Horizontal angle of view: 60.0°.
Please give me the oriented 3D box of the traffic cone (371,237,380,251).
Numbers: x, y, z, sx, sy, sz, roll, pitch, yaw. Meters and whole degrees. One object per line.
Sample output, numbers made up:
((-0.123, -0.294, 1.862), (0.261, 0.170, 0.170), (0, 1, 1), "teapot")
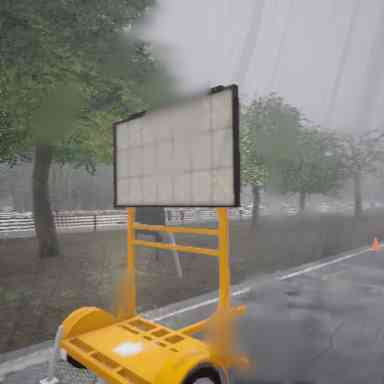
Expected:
((8.079, 2.265, 14.633), (0.340, 0.580, 0.340), (1, -2, -44), "traffic cone")

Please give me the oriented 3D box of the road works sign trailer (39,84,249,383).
((-0.167, 0.603, 4.493), (2.880, 3.560, 2.380), (1, -2, -45), "road works sign trailer")
